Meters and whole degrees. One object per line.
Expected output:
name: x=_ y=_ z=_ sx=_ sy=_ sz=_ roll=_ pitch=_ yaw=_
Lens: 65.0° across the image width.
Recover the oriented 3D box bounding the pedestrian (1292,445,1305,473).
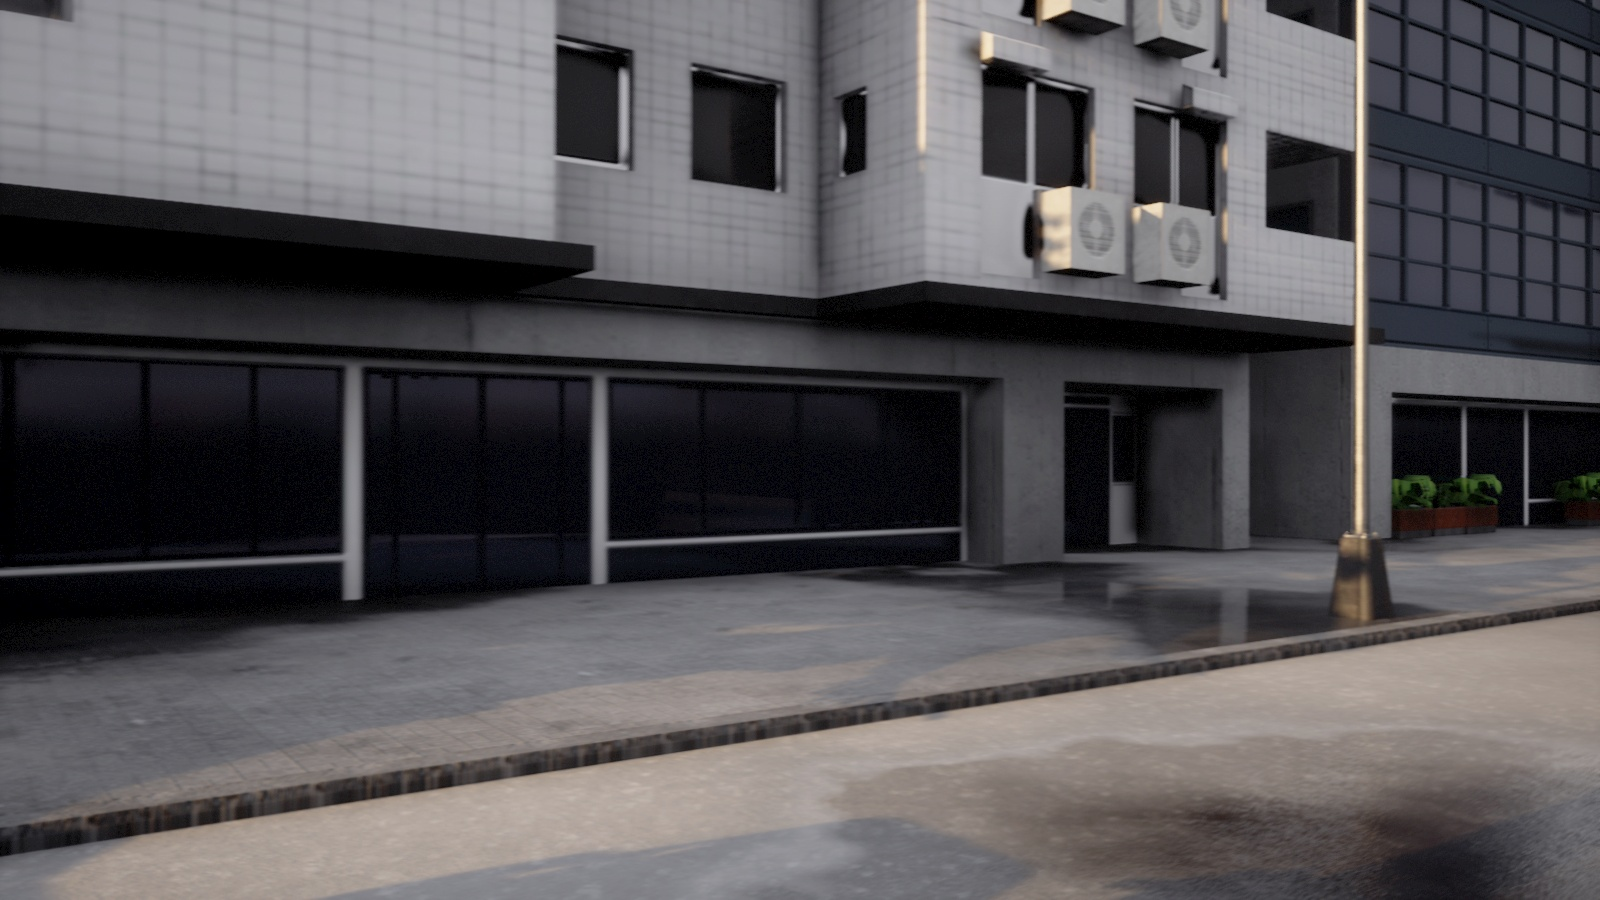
pedestrian: x=32.881 y=0.588 z=82.795 sx=0.402 sy=1.842 sz=0.726 roll=0 pitch=0 yaw=-26
